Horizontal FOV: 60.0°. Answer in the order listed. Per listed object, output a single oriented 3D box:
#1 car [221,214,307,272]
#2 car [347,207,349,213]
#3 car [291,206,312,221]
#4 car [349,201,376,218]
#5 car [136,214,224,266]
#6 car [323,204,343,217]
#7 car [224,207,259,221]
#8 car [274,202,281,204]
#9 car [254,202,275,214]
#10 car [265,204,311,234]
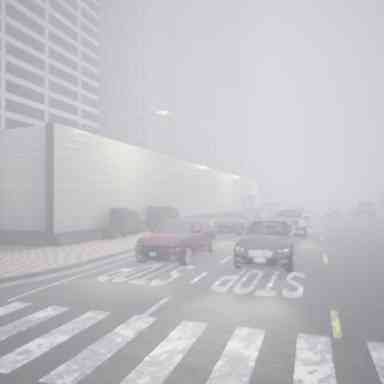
[{"bbox_3d":[2.807,1.758,11.885,2.128,1.511,4.902,-1,-2,20],"label":"car"},{"bbox_3d":[25.207,2.645,51.527,1.812,1.442,4.674,-1,-2,20],"label":"car"},{"bbox_3d":[12.577,2.374,37.968,2.128,1.511,4.902,-1,-2,21],"label":"car"},{"bbox_3d":[21.467,2.104,41.539,2.150,2.045,5.566,-1,-2,20],"label":"car"},{"bbox_3d":[-0.419,1.818,13.250,1.882,1.535,5.008,-1,-2,20],"label":"car"},{"bbox_3d":[18.592,2.571,43.537,1.895,1.301,4.718,-1,-2,20],"label":"car"},{"bbox_3d":[2.864,2.025,22.028,1.882,1.535,5.008,-1,-2,21],"label":"car"},{"bbox_3d":[9.866,2.210,40.707,2.150,2.045,5.566,-1,-2,21],"label":"car"},{"bbox_3d":[6.106,2.104,30.690,2.097,1.767,4.553,-1,-2,20],"label":"car"},{"bbox_3d":[6.030,1.822,20.512,2.097,1.767,4.553,-1,-2,20],"label":"car"}]
